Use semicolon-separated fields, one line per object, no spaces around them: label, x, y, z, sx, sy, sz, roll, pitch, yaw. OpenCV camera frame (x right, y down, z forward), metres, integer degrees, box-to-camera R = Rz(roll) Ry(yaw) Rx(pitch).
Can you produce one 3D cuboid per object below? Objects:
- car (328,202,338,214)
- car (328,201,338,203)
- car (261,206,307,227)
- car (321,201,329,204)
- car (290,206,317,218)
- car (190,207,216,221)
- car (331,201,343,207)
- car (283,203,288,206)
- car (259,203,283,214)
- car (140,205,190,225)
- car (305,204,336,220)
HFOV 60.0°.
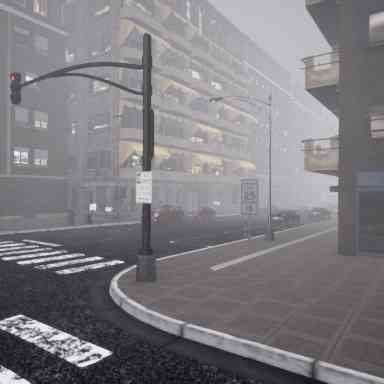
car;20.719;2.458;46.245;1.752;1.417;4.829;-1;-2;35
car;25.271;2.723;57.256;1.895;1.301;4.718;0;-1;35
car;7.671;2.095;27.463;1.947;1.339;4.313;-1;-2;35
car;29.948;2.821;74.175;1.967;1.590;4.097;-1;-1;35
car;13.585;2.362;40.433;1.895;1.301;4.718;0;-1;35
car;0.844;2.063;32.207;1.802;1.307;4.206;-1;-1;35
car;36.430;3.021;83.491;1.967;1.590;4.097;-1;-1;35
car;13.697;2.403;50.709;1.752;1.417;4.829;-1;-1;35
car;10.556;2.326;46.188;1.887;1.381;4.507;-1;-1;35
car;-2.393;1.820;27.551;1.967;1.590;4.097;-1;-1;35
car;14.147;2.295;36.784;1.947;1.339;4.313;-1;-2;35
